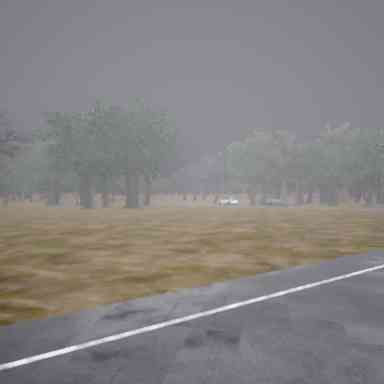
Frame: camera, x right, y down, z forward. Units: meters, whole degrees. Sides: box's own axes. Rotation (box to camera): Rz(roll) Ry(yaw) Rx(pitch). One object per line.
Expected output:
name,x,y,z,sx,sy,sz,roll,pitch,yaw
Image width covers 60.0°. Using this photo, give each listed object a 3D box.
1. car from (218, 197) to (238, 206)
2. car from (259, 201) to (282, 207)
car,8.402,2.138,77.954,2.150,2.045,5.566,2,-2,-35
car,15.807,2.395,67.316,1.895,1.301,4.718,2,-2,-35
